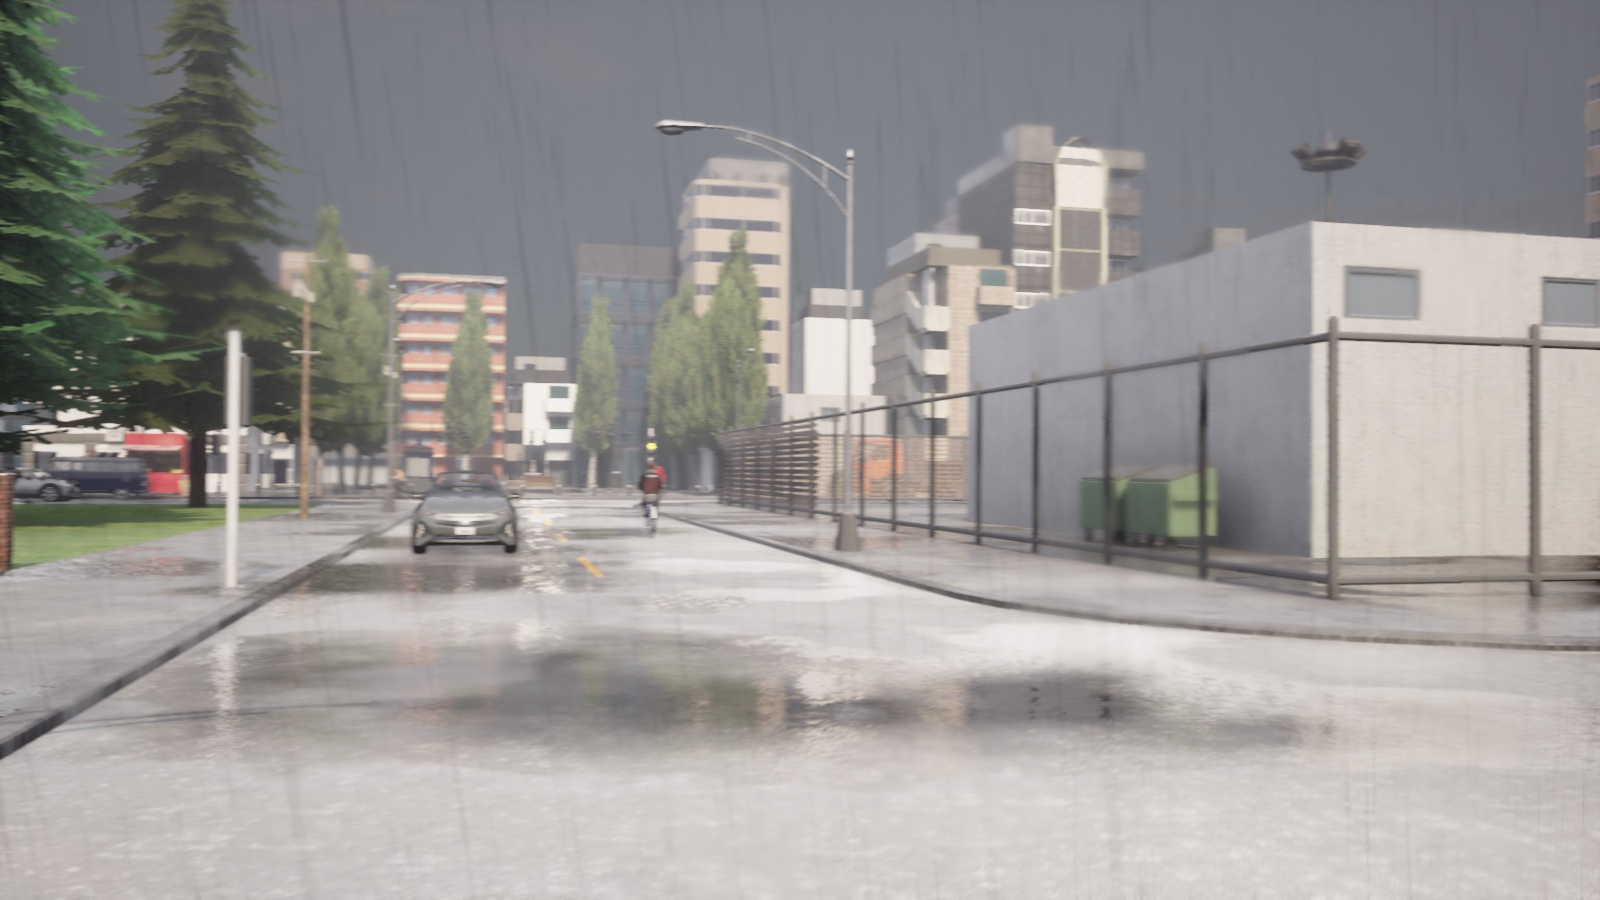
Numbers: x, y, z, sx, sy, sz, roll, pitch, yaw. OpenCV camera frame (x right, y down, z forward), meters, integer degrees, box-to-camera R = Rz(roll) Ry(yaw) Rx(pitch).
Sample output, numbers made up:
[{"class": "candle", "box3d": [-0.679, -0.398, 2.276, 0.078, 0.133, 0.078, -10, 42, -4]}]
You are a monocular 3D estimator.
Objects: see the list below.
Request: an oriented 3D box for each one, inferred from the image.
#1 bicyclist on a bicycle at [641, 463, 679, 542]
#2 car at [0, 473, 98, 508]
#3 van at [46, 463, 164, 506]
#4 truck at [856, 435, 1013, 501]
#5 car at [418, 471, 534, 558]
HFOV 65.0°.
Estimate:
[{"class": "bicyclist on a bicycle", "box3d": [-3.280, 1.184, 29.218, 0.659, 1.776, 1.843, 0, -1, -13]}, {"class": "car", "box3d": [-32.748, 1.730, 54.270, 3.806, 1.475, 1.970, 0, -1, -12]}, {"class": "van", "box3d": [-32.299, 1.589, 58.471, 4.442, 1.987, 1.775, 0, -1, -13]}, {"class": "truck", "box3d": [7.233, 0.975, 67.792, 7.936, 3.462, 2.891, 0, -1, -14]}, {"class": "car", "box3d": [-6.331, 1.186, 24.663, 2.007, 1.525, 4.514, 0, -1, -14]}]
